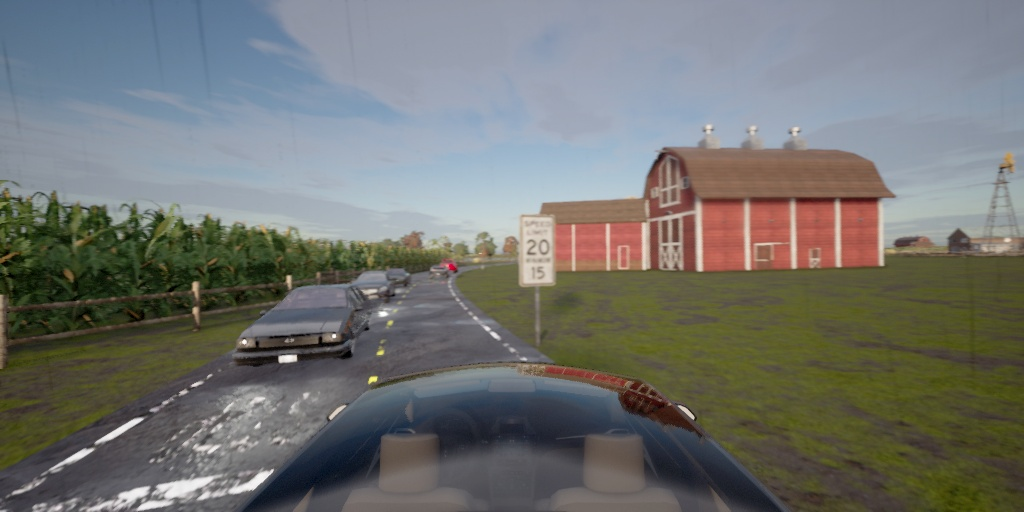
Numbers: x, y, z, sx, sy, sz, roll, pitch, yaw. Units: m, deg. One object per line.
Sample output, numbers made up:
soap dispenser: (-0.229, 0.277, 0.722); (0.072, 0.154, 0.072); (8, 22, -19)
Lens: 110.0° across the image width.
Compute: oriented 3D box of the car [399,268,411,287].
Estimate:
car: (-9.031, 1.657, 27.956); (1.994, 1.385, 4.181); (-1, 0, -9)

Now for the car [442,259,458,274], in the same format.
car: (-9.033, 1.484, 51.679); (2.150, 2.045, 5.566); (-1, 0, -4)

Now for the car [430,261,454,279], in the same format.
car: (-7.748, 1.653, 38.660); (2.128, 1.511, 4.902); (-1, 0, -8)

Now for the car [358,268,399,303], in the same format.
car: (-7.015, 1.514, 18.249); (1.812, 1.442, 4.674); (-1, -1, -13)

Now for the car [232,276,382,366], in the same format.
car: (-4.580, 1.421, 8.768); (2.033, 1.411, 5.357); (-1, -1, -15)
